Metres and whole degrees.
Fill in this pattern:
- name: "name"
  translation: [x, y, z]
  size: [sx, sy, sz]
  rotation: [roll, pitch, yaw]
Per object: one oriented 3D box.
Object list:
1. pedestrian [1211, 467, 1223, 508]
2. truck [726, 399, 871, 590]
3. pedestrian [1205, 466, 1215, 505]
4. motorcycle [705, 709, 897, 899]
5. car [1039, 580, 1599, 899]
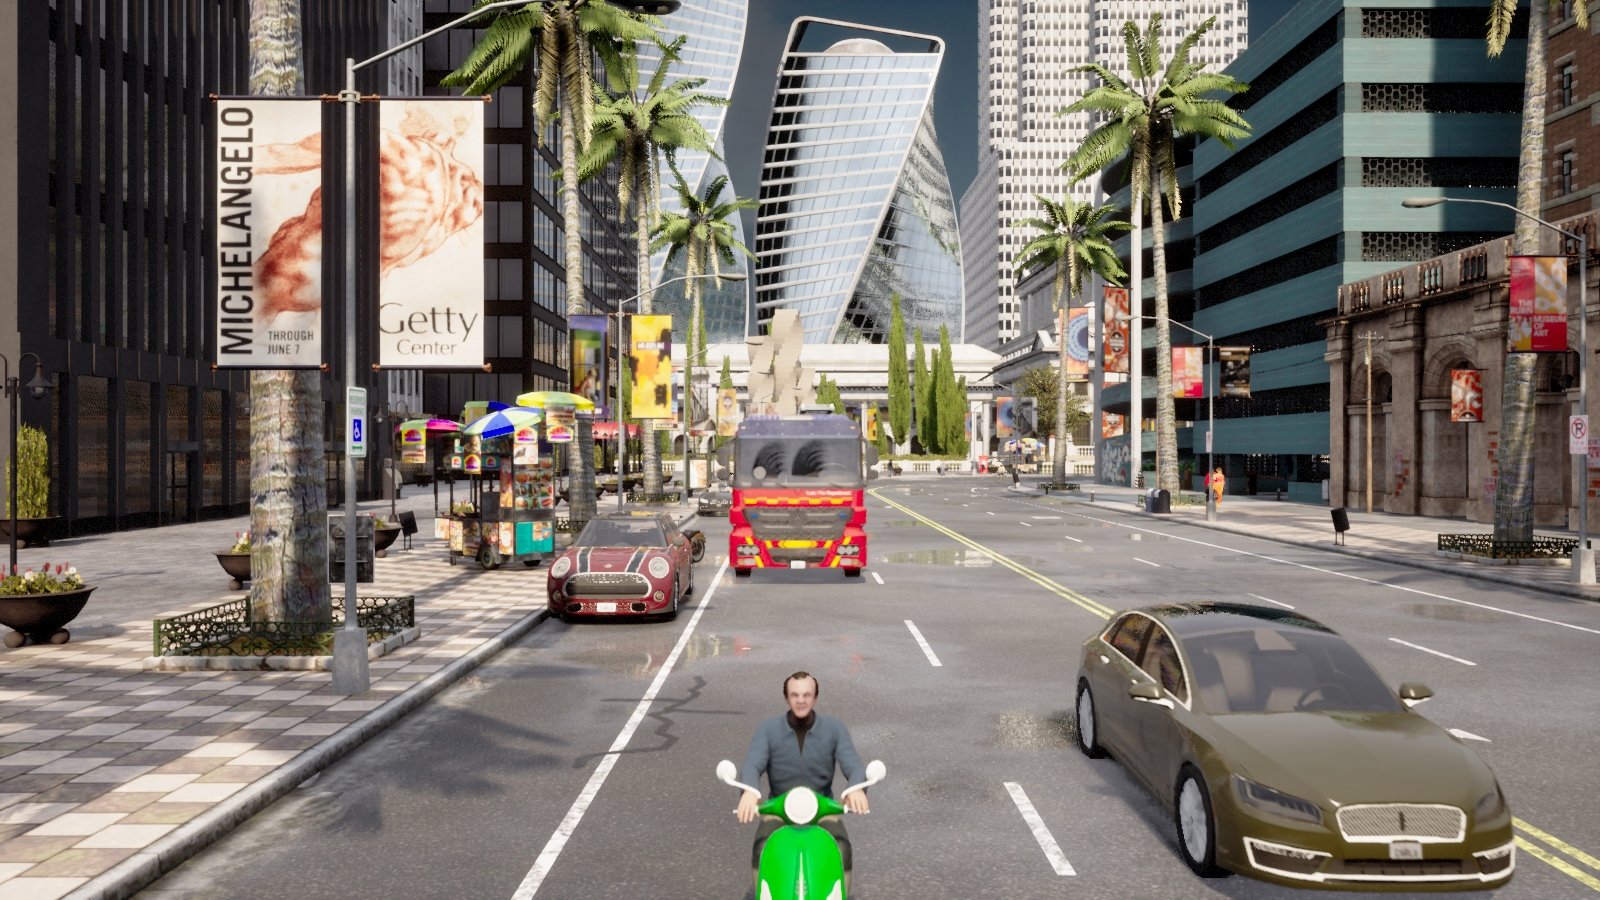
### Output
- name: "pedestrian"
  translation: [18.940, 1.696, 51.864]
  size: [0.375, 1.860, 0.375]
  rotation: [0, 0, -6]
- name: "truck"
  translation: [-0.060, 0.890, 27.057]
  size: [2.891, 3.827, 8.468]
  rotation: [0, 0, 0]
- name: "pedestrian"
  translation: [19.703, 1.698, 54.915]
  size: [0.375, 1.860, 0.375]
  rotation: [0, 0, 6]
- name: "motorcycle"
  translation: [0.006, 2.182, 6.012]
  size: [0.856, 1.236, 1.805]
  rotation: [0, 0, 0]
- name: "car"
  translation: [3.513, 2.060, 9.035]
  size: [2.231, 1.480, 4.892]
  rotation: [0, 0, 0]
